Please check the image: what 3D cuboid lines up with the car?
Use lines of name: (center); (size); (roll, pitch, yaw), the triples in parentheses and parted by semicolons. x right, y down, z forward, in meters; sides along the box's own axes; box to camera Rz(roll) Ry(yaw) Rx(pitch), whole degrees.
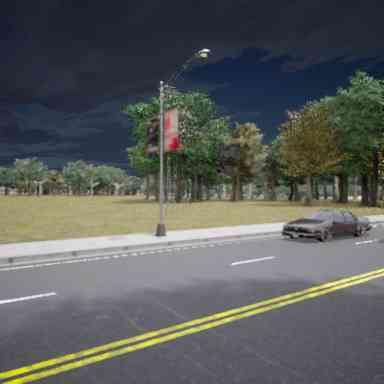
car: (6.827, 1.587, 16.543); (5.357, 1.411, 2.033); (0, 0, -35)
